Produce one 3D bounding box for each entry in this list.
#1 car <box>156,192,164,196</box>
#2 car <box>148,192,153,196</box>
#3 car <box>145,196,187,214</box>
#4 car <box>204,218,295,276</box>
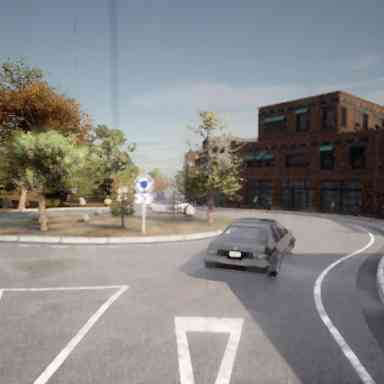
[{"bbox_3d":[-7.905,0.953,84.625,2.150,2.045,5.566,0,1,-4],"label":"car"},{"bbox_3d":[-11.241,0.903,85.845,2.150,2.045,5.566,0,1,-4],"label":"car"},{"bbox_3d":[-2.761,1.553,35.612,4.674,1.442,1.812,1,1,15],"label":"car"},{"bbox_3d":[2.077,1.551,10.686,2.033,1.411,5.357,1,2,23],"label":"car"}]
